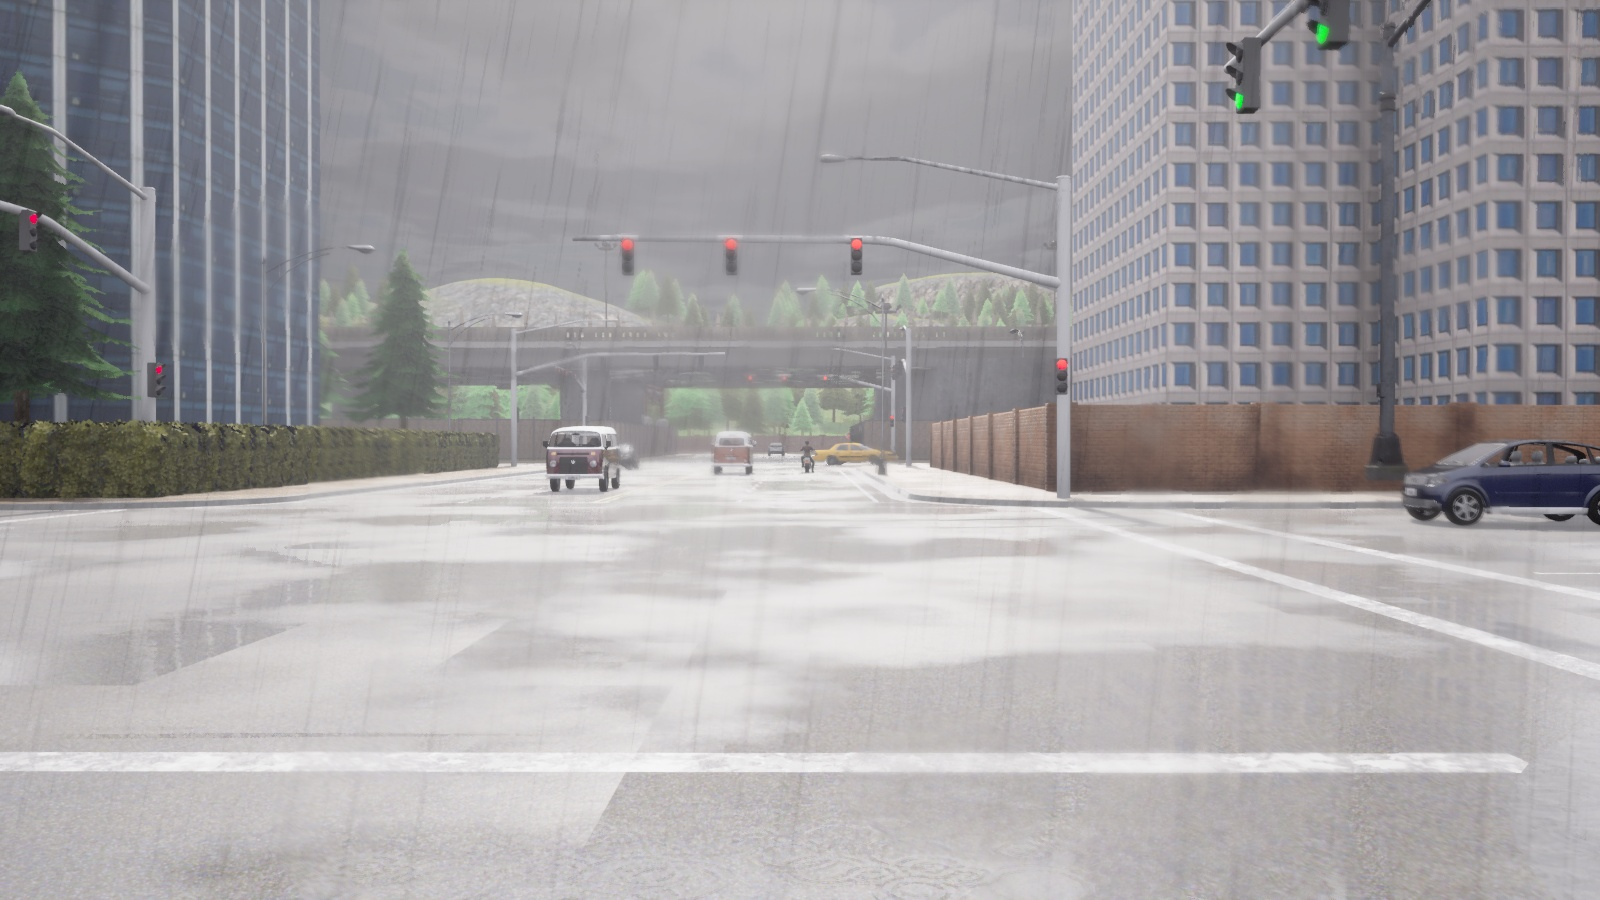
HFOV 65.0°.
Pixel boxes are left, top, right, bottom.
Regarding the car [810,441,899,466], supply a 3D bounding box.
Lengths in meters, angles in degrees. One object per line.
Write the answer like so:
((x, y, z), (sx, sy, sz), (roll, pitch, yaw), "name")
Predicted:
((3.475, 0.202, 79.820), (5.366, 1.575, 1.801), (0, 0, 21), "car")

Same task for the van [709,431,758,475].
((-3.158, 0.126, 60.408), (2.069, 2.038, 4.480), (0, 0, 0), "van")

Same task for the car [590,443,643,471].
((-10.109, 0.344, 69.489), (2.163, 1.488, 4.792), (0, 0, 0), "car")

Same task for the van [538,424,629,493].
((-6.770, 0.240, 39.687), (2.069, 2.038, 4.480), (0, 0, 0), "van")

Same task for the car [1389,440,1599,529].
((13.058, 0.606, 22.997), (3.705, 1.549, 1.789), (0, 0, 1), "car")
